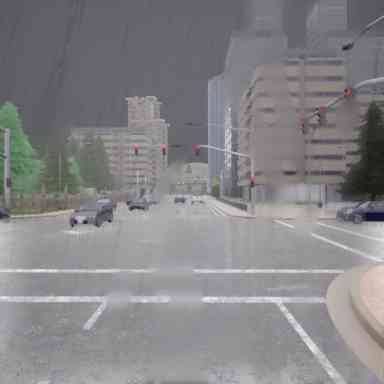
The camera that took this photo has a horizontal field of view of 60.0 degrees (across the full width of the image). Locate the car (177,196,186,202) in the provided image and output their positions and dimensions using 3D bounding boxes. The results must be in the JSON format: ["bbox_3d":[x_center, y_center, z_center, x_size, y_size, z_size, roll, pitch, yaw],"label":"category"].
[{"bbox_3d":[-2.382,1.593,76.688,1.895,1.301,4.718,0,0,1],"label":"car"}]

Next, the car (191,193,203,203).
[{"bbox_3d":[1.024,1.221,66.939,2.150,2.045,5.566,0,0,1],"label":"car"}]

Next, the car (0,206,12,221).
[{"bbox_3d":[-15.866,1.526,24.402,4.674,1.442,1.812,0,1,-18],"label":"car"}]

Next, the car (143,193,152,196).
[{"bbox_3d":[-9.441,1.211,70.631,2.150,2.045,5.566,0,0,1],"label":"car"}]

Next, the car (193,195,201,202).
[{"bbox_3d":[1.117,1.521,76.625,1.812,1.442,4.674,0,0,1],"label":"car"}]

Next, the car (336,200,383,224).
[{"bbox_3d":[12.943,1.352,24.092,4.553,1.767,2.097,0,0,1],"label":"car"}]

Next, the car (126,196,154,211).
[{"bbox_3d":[-6.333,1.546,40.301,2.033,1.411,5.357,0,0,1],"label":"car"}]

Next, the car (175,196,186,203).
[{"bbox_3d":[-2.472,1.477,67.289,1.882,1.535,5.008,0,0,1],"label":"car"}]

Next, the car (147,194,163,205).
[{"bbox_3d":[-6.152,1.563,57.200,1.994,1.385,4.181,0,0,1],"label":"car"}]

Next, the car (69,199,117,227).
[{"bbox_3d":[-6.667,1.491,22.563,2.128,1.511,4.902,0,0,2],"label":"car"}]

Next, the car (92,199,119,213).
[{"bbox_3d":[-9.832,1.526,38.091,1.812,1.442,4.674,0,0,0],"label":"car"}]
